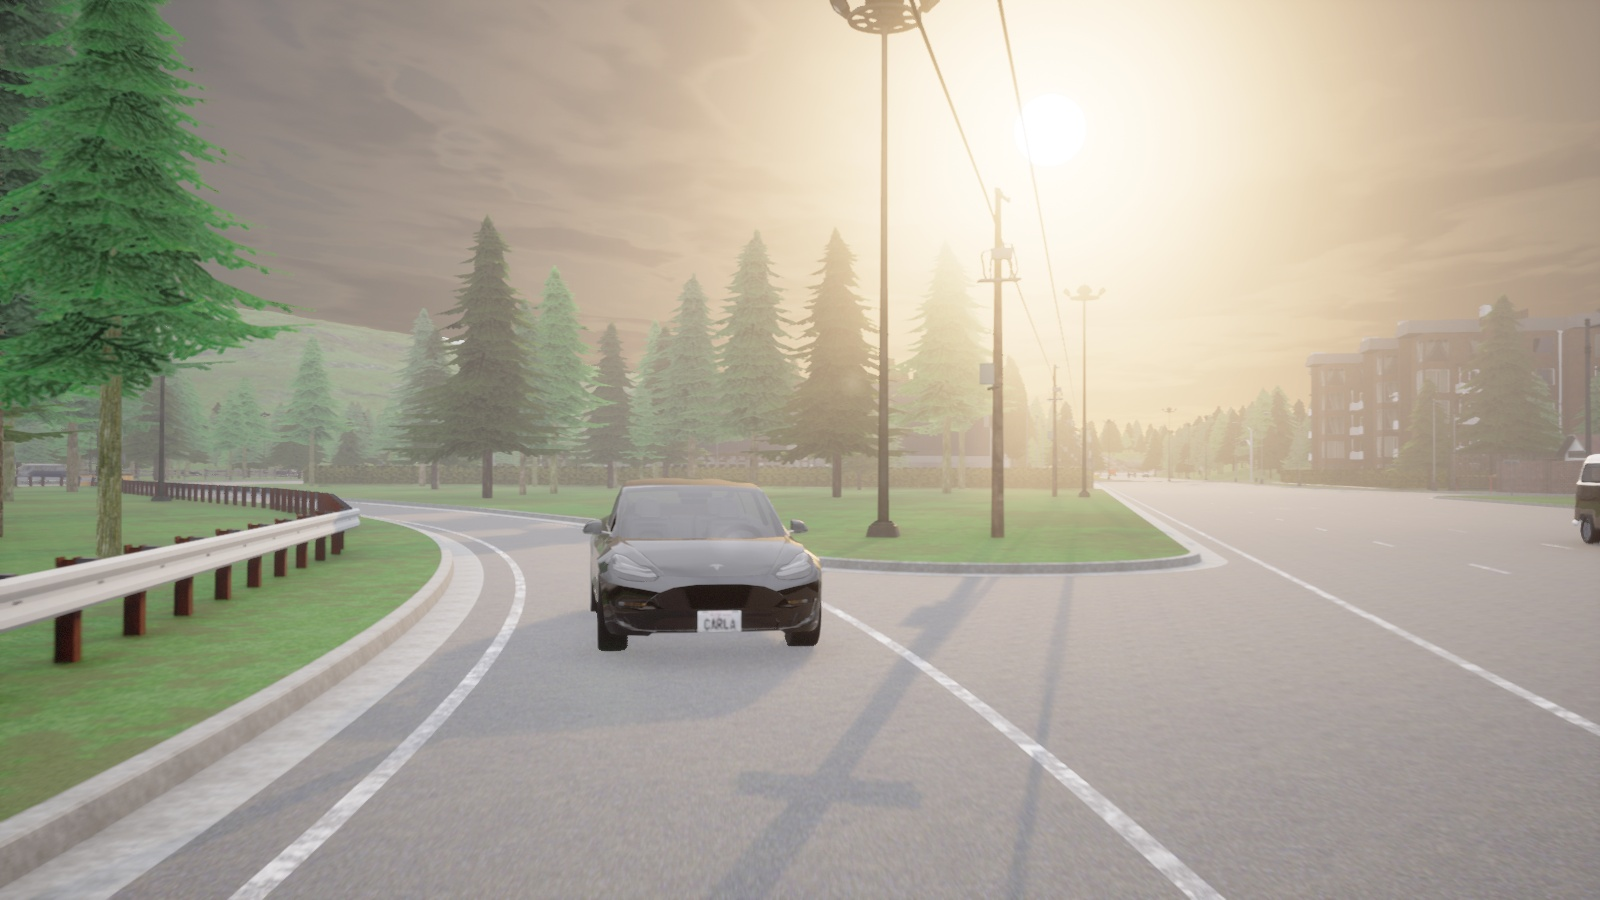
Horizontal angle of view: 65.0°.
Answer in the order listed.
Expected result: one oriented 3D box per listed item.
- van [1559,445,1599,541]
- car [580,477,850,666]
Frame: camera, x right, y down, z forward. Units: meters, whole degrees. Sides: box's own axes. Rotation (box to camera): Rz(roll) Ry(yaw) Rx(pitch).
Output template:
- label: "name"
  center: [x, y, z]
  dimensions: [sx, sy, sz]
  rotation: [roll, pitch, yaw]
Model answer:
- label: "van"
  center: [17.944, 0.904, 26.378]
  dimensions: [2.069, 2.038, 4.480]
  rotation: [0, -1, 12]
- label: "car"
  center: [-1.090, 1.031, 12.639]
  dimensions: [2.163, 1.488, 4.792]
  rotation: [0, -1, -11]
